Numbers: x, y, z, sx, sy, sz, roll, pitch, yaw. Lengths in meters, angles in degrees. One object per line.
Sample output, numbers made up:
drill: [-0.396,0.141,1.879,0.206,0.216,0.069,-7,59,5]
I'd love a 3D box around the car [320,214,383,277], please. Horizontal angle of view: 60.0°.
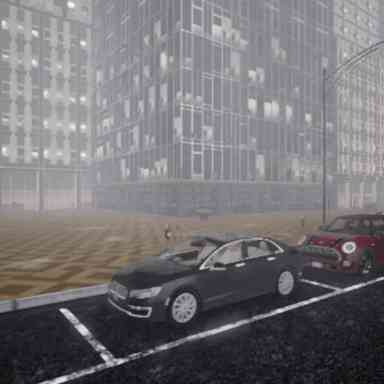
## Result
car: [4.997,1.431,10.123,4.097,1.590,1.967,0,0,-35]

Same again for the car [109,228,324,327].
car: [0.492,1.547,6.910,4.403,1.369,2.008,0,0,-35]
